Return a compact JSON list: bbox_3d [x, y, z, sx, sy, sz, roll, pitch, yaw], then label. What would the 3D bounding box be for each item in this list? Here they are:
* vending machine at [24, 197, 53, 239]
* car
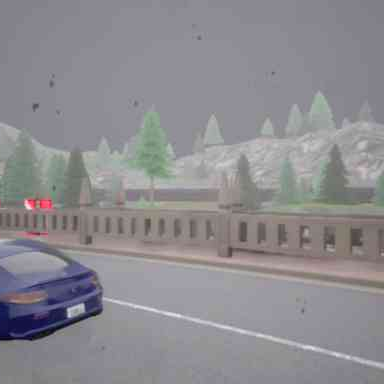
[{"bbox_3d":[-8.137,1.338,17.647,0.880,2.100,1.100,0,-1,26],"label":"vending machine"},{"bbox_3d":[-3.642,1.582,6.059,4.674,1.442,1.812,-1,0,32],"label":"car"}]
